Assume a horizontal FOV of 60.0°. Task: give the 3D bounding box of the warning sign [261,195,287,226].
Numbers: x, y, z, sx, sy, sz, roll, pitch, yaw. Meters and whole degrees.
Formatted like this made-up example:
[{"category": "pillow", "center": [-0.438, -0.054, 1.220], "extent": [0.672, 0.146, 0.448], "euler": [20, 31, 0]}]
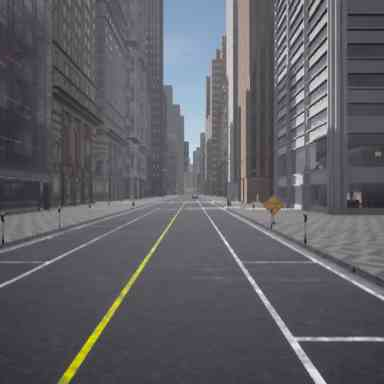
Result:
[{"category": "warning sign", "center": [5.063, 1.106, 20.647], "extent": [1.300, 1.860, 1.060], "euler": [0, 0, 0]}]
